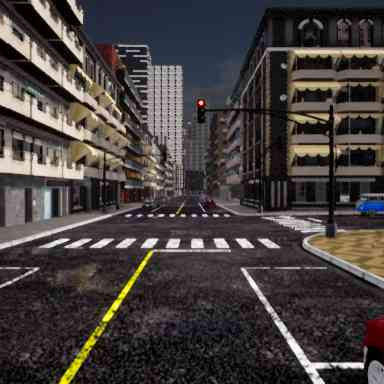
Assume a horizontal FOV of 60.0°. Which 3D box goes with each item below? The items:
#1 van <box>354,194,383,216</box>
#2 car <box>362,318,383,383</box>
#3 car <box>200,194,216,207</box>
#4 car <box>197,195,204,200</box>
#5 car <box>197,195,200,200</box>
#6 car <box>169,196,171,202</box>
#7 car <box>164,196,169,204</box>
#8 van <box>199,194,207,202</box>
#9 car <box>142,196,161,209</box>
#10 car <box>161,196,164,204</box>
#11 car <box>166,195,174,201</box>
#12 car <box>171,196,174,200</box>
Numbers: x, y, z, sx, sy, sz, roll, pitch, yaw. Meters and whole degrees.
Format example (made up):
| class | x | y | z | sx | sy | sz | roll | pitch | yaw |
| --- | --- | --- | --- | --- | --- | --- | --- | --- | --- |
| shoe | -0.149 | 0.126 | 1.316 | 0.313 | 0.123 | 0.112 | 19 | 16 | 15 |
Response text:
| class | x | y | z | sx | sy | sz | roll | pitch | yaw |
| --- | --- | --- | --- | --- | --- | --- | --- | --- | --- |
| van | 15.596 | 1.027 | 27.404 | 3.998 | 1.788 | 1.690 | -1 | 1 | -1 |
| car | 2.681 | 1.544 | 1.811 | 1.887 | 1.381 | 4.507 | 0 | 0 | 0 |
| car | 2.596 | 1.438 | 50.811 | 1.967 | 1.590 | 4.097 | -1 | 0 | 0 |
| car | 2.520 | 1.573 | 95.034 | 1.887 | 1.381 | 4.507 | -1 | 0 | 0 |
| car | 2.569 | 1.557 | 67.394 | 2.008 | 1.369 | 4.403 | -1 | 0 | 0 |
| car | -5.812 | 1.588 | 67.385 | 1.802 | 1.307 | 4.206 | -1 | 0 | 0 |
| car | -5.804 | 1.443 | 61.857 | 1.967 | 1.590 | 4.097 | -1 | 0 | 0 |
| van | 2.547 | 1.354 | 78.450 | 1.690 | 1.788 | 3.998 | -1 | 0 | 0 |
| car | -5.773 | 1.547 | 45.274 | 2.008 | 1.369 | 4.403 | -1 | 0 | 0 |
| car | -5.783 | 1.564 | 50.801 | 1.947 | 1.339 | 4.313 | -1 | 0 | 0 |
| car | -5.850 | 1.605 | 89.497 | 1.802 | 1.307 | 4.206 | -1 | 0 | 0 |
| car | -5.831 | 1.539 | 78.271 | 1.752 | 1.417 | 4.829 | -1 | 0 | 0 |
